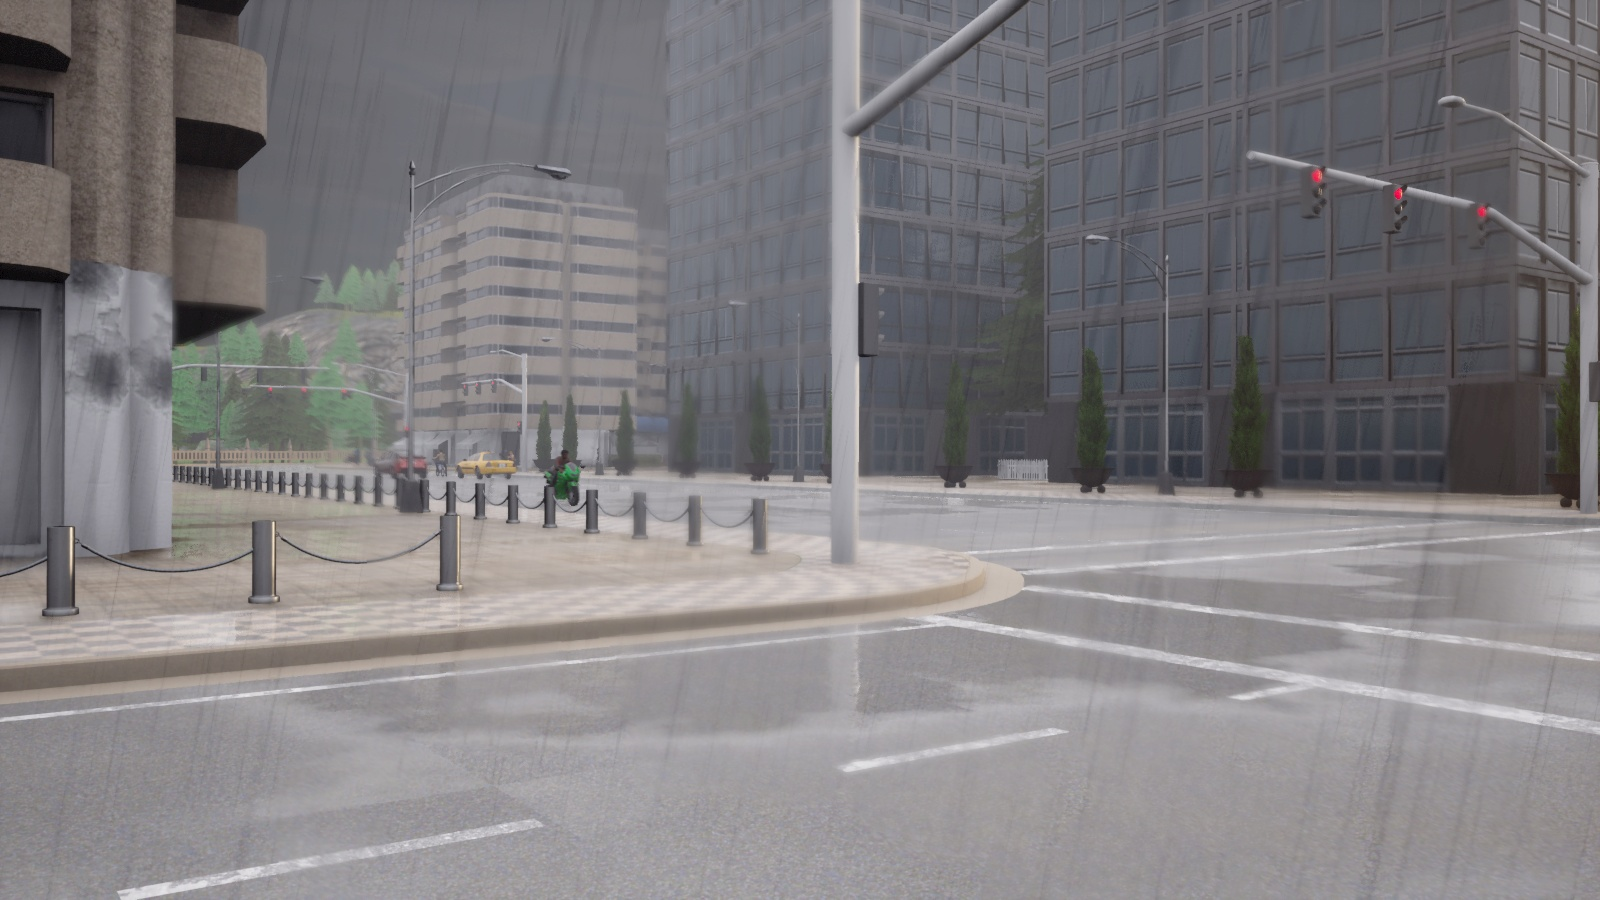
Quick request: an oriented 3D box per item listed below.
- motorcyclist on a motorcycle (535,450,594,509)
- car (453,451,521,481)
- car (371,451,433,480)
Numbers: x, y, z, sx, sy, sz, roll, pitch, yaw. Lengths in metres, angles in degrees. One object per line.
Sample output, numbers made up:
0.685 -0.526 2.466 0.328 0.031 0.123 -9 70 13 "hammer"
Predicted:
-6.301 0.767 33.579 0.797 1.523 2.044 0 0 -34 "motorcyclist on a motorcycle"
-16.967 0.830 67.819 1.801 1.575 5.366 0 0 -34 "car"
-21.780 0.850 68.660 2.007 1.525 4.514 0 0 -34 "car"
